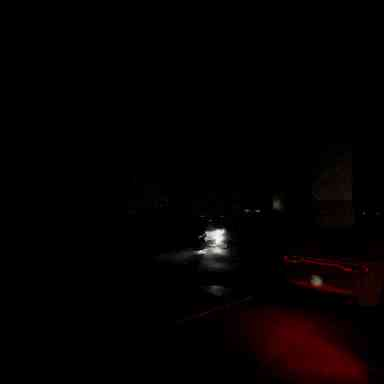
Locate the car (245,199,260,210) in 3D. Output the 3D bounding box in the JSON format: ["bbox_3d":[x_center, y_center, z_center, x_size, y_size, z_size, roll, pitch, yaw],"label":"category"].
[{"bbox_3d":[9.207,1.838,50.664,1.882,1.535,5.008,0,0,5],"label":"car"}]

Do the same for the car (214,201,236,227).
[{"bbox_3d":[2.034,1.674,24.686,2.128,1.511,4.902,0,0,19],"label":"car"}]

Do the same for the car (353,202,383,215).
[{"bbox_3d":[12.940,1.503,24.086,2.097,1.767,4.553,0,0,18],"label":"car"}]

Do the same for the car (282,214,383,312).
[{"bbox_3d":[4.033,1.530,8.011,1.882,1.535,5.008,0,0,43],"label":"car"}]

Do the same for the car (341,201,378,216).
[{"bbox_3d":[18.650,1.783,37.347,2.033,1.411,5.357,0,0,6],"label":"car"}]

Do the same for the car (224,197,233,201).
[{"bbox_3d":[7.168,1.675,65.795,1.882,1.535,5.008,0,0,5],"label":"car"}]

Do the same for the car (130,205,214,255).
[{"bbox_3d":[-1.495,1.453,12.550,2.097,1.767,4.553,-1,-1,41],"label":"car"}]
